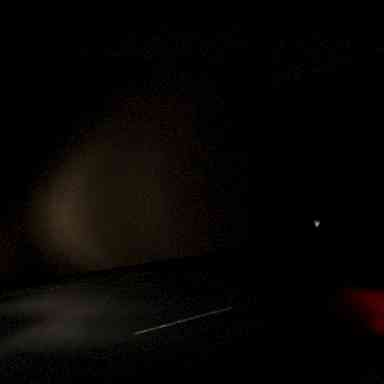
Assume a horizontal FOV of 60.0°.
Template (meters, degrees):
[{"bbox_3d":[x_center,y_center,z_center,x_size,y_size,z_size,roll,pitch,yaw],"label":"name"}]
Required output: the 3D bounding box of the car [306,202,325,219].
[{"bbox_3d":[10.019,1.564,28.190,4.181,1.385,1.994,0,0,-35],"label":"car"}]
